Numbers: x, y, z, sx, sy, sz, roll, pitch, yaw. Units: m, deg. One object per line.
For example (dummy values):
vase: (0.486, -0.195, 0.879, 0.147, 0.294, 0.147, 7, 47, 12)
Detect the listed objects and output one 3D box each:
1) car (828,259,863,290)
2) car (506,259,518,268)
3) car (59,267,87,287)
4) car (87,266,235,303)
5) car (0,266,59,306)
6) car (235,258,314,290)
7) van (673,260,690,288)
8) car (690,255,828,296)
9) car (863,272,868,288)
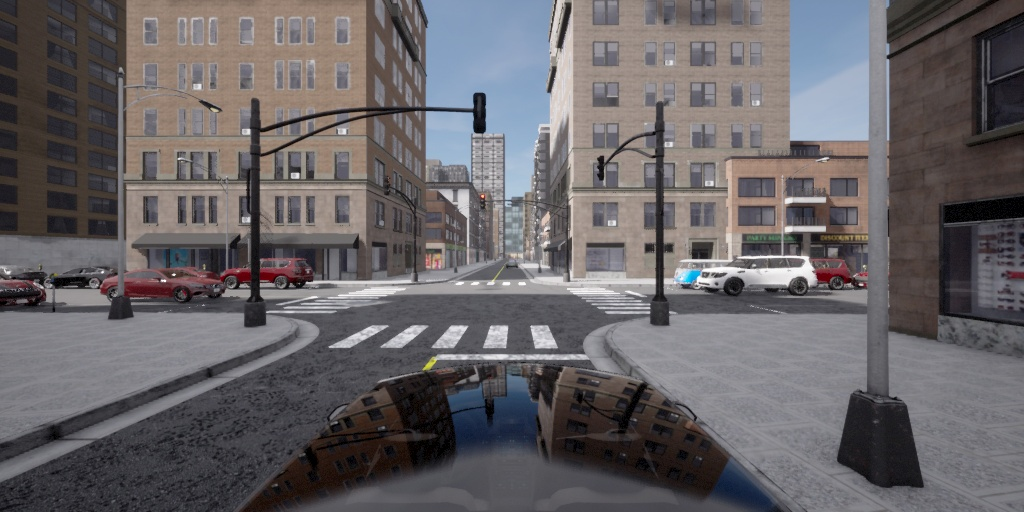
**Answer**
car: (17.631, 1.086, 21.839, 5.009, 1.841, 2.192, 0, 0, 0)
car: (0.026, 1.339, 61.237, 1.994, 1.385, 4.181, 0, 0, 2)
car: (-25.959, 1.299, 22.085, 4.313, 1.339, 1.948, 0, 0, 0)
car: (-15.561, 1.270, 16.077, 4.674, 1.442, 1.812, 0, 0, 0)
car: (-20.459, 1.179, 13.528, 4.097, 1.591, 1.967, 0, 0, 0)
car: (-14.913, 1.059, 22.023, 5.009, 1.841, 2.192, 0, 0, 0)
van: (12.035, 1.108, 21.870, 3.998, 1.789, 1.690, 0, 0, 0)
car: (12.956, 0.990, 19.106, 5.566, 2.045, 2.150, 0, 0, 0)
car: (23.227, 1.216, 21.808, 4.097, 1.591, 1.967, 0, 0, 0)
